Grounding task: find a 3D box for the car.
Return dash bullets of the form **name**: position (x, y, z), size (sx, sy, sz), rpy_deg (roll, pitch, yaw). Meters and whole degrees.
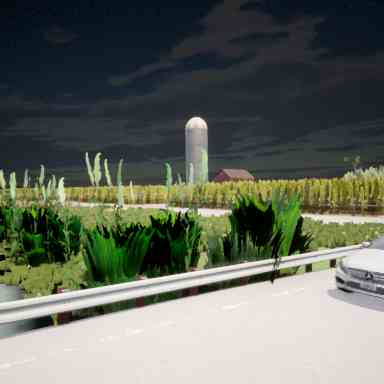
- **car**: position (5.339, 1.663, 7.986), size (4.674, 1.442, 1.812), rpy_deg (2, -1, -37)
